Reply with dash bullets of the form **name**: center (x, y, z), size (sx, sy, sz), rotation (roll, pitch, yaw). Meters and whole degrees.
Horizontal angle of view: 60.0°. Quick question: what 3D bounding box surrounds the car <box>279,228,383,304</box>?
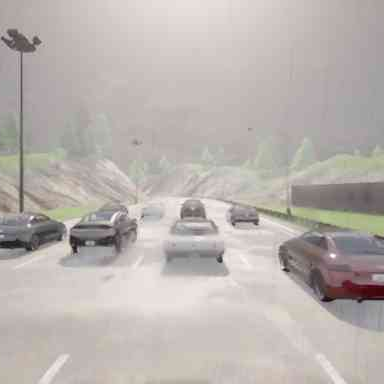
- **car**: center (3.561, 1.573, 8.250), size (1.994, 1.385, 4.181), rotation (0, 0, 0)

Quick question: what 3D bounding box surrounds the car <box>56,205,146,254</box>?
- **car**: center (-3.418, 1.506, 13.617), size (2.128, 1.511, 4.902), rotation (0, 0, 0)

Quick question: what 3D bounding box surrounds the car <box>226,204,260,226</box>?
- **car**: center (3.562, 1.574, 23.942), size (2.033, 1.411, 5.357), rotation (0, 0, 0)

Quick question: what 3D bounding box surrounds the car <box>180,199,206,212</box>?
- **car**: center (0.079, 1.383, 28.561), size (2.097, 1.767, 4.553), rotation (0, 0, 0)

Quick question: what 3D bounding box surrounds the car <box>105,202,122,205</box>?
- **car**: center (-6.918, 1.596, 29.441), size (1.994, 1.385, 4.181), rotation (0, 0, 0)

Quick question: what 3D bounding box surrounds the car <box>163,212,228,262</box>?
- **car**: center (0.079, 1.614, 12.146), size (1.895, 1.301, 4.718), rotation (0, 0, 0)

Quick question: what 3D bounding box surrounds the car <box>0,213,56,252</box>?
- **car**: center (-6.918, 1.580, 14.060), size (1.994, 1.385, 4.181), rotation (0, 0, 0)

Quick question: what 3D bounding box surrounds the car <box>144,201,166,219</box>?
- **car**: center (-3.423, 1.558, 29.825), size (1.812, 1.442, 4.674), rotation (0, 0, 0)
